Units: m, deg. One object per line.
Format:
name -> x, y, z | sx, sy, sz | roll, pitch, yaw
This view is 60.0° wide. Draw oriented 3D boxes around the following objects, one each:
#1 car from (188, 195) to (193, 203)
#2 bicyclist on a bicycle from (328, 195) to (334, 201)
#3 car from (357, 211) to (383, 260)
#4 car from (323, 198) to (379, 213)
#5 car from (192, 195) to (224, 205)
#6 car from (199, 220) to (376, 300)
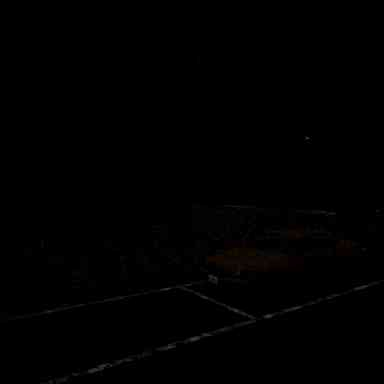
car -> -0.376, 1.195, 58.003 | 1.895, 1.301, 4.718 | 1, 0, -34
bicyclist on a bicycle -> 16.404, 1.158, 38.940 | 1.656, 1.620, 0.582 | 0, 0, -34
car -> 7.196, 1.547, 11.688 | 4.507, 1.381, 1.887 | 0, 1, -35
car -> 14.541, 1.336, 30.615 | 2.128, 1.511, 4.902 | 1, 0, -34
car -> 2.528, 1.253, 48.190 | 1.895, 1.301, 4.718 | 1, 0, -34
car -> 2.432, 1.527, 8.389 | 4.829, 1.417, 1.752 | 0, 1, -35
